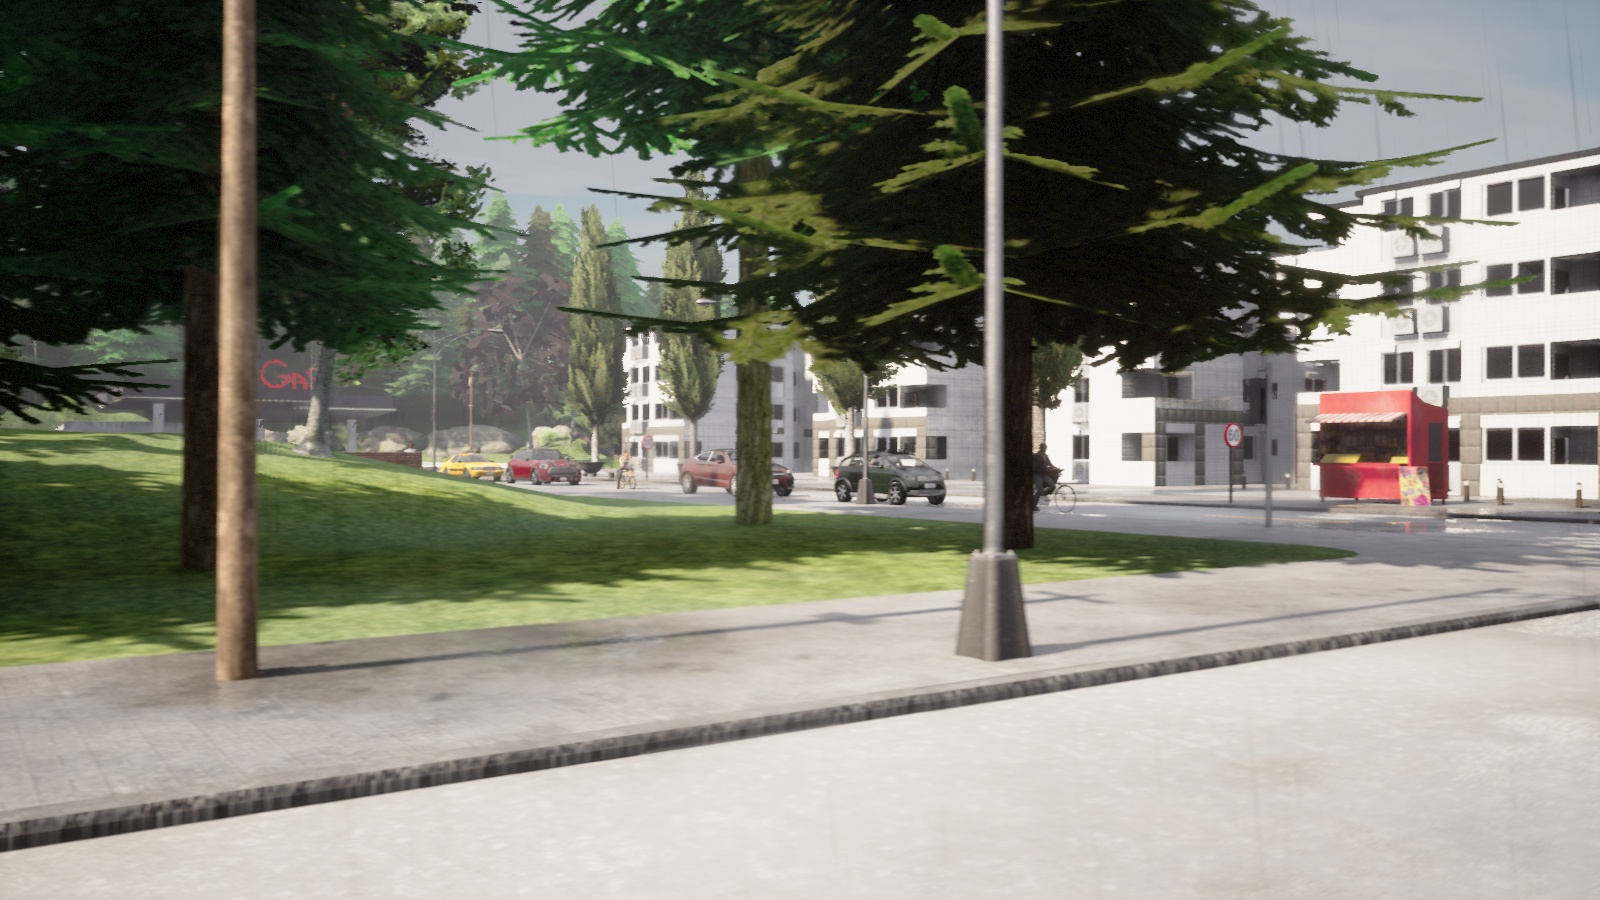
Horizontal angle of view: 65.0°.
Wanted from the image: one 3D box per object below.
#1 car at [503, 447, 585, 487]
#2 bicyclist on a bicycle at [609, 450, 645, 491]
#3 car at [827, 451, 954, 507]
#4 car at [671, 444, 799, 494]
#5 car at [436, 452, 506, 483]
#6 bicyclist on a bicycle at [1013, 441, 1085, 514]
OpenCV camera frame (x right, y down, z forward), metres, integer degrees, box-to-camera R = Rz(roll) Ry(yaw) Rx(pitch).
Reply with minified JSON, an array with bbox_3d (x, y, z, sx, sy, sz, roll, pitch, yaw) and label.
[{"bbox_3d":[-11.800,0.770,57.683,2.097,1.767,4.553,0,0,-35],"label":"car"},{"bbox_3d":[-6.996,0.821,50.786,0.866,1.612,1.509,0,0,-34],"label":"bicyclist on a bicycle"},{"bbox_3d":[2.612,0.808,36.948,1.789,1.549,3.705,0,0,-35],"label":"car"},{"bbox_3d":[-2.339,0.636,44.067,2.152,1.651,5.027,0,0,-35],"label":"car"},{"bbox_3d":[-17.219,0.881,65.499,1.801,1.575,5.366,0,0,-35],"label":"car"},{"bbox_3d":[6.270,0.680,31.730,0.659,1.776,1.843,0,0,-34],"label":"bicyclist on a bicycle"}]
